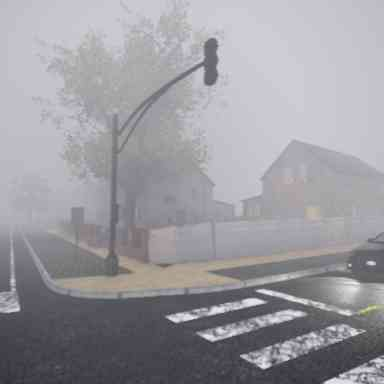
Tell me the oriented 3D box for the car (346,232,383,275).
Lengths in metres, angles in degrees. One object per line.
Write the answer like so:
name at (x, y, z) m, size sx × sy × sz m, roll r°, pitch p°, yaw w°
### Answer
car at (7.122, 2.041, 11.294) m, size 4.181 × 1.385 × 1.994 m, roll 1°, pitch -4°, yaw -34°
